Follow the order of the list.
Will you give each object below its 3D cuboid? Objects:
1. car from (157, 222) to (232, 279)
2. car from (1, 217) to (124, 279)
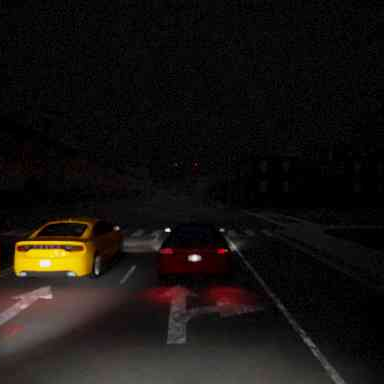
[{"bbox_3d":[0.092,1.591,10.141,1.994,1.385,4.181,0,0,1],"label":"car"},{"bbox_3d":[-3.399,1.505,10.166,1.882,1.535,5.008,0,0,0],"label":"car"}]
